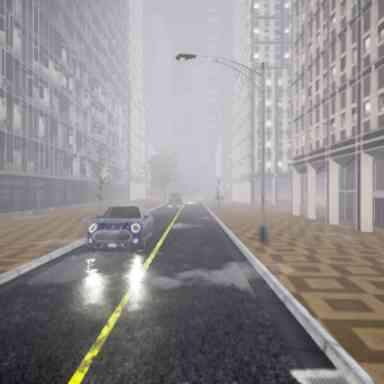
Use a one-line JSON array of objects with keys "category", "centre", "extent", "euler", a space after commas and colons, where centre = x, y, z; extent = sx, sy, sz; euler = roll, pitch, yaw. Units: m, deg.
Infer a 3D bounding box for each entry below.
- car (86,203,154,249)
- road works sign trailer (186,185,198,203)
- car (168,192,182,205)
[{"category": "car", "centre": [-2.850, 1.301, 14.095], "extent": [2.097, 1.767, 4.553], "euler": [0, 0, 0]}, {"category": "road works sign trailer", "centre": [0.001, 0.305, 66.525], "extent": [2.380, 3.560, 2.880], "euler": [0, 0, 0]}, {"category": "car", "centre": [-2.795, 1.073, 56.337], "extent": [2.150, 2.045, 5.566], "euler": [0, 0, 1]}]
